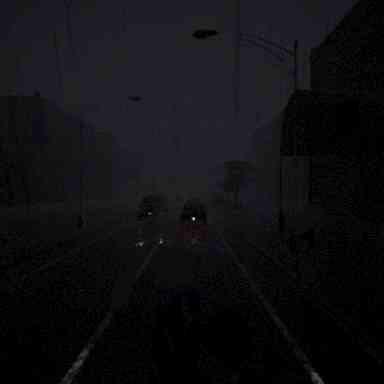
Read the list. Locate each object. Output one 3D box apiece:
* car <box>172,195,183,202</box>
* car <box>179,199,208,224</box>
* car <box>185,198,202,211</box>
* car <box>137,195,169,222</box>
[{"bbox_3d":[-2.985,1.389,69.596,1.837,1.490,4.892,0,0,0],"label":"car"},{"bbox_3d":[0.106,1.528,24.843,1.837,1.490,4.892,0,0,0],"label":"car"},{"bbox_3d":[0.111,1.528,41.584,2.033,1.411,5.357,0,1,-1],"label":"car"},{"bbox_3d":[-3.093,1.240,27.264,2.150,2.045,5.566,0,0,0],"label":"car"}]
